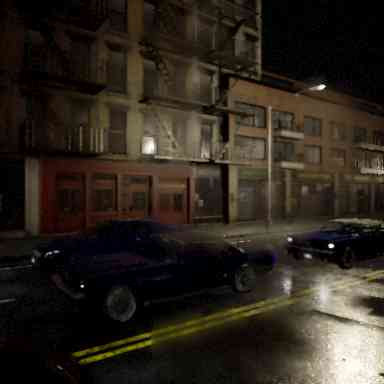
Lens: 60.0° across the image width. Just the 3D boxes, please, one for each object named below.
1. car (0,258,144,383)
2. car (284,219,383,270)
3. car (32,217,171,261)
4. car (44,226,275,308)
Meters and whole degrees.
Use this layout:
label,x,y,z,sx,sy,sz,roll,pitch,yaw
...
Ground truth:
label,x,y,z,sx,sy,sz,roll,pitch,yaw
car,-2.831,1.503,1.384,4.892,1.490,1.837,-1,0,-36
car,5.283,1.598,11.172,4.718,1.301,1.895,0,0,-34
car,-2.212,1.515,9.992,4.674,1.442,1.812,0,0,-35
car,-0.447,1.595,7.269,4.718,1.301,1.895,0,0,-35
